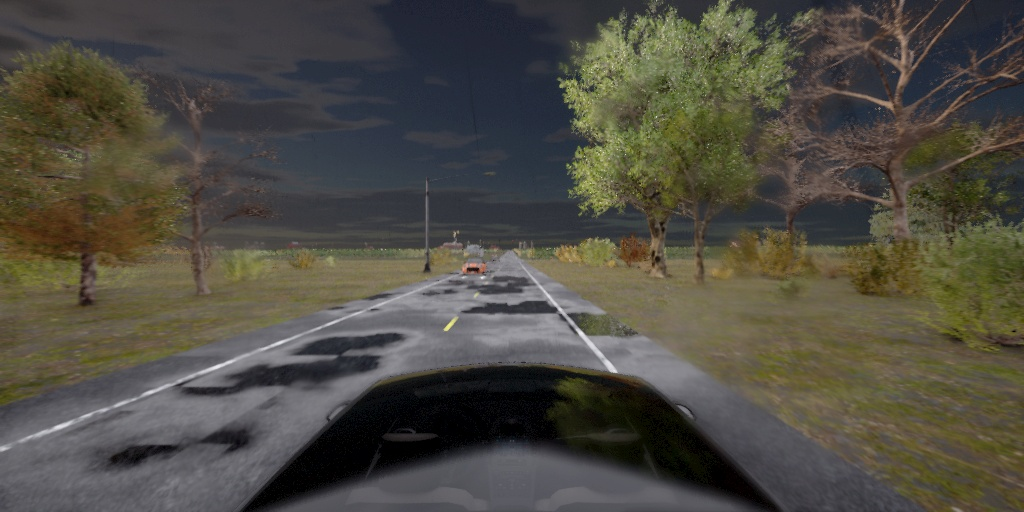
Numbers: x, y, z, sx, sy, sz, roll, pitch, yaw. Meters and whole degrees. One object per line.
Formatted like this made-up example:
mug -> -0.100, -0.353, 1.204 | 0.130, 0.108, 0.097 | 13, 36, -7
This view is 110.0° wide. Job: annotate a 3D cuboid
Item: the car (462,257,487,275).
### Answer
car -> -3.591, 0.928, 35.094 | 2.097, 1.767, 4.553 | 0, 0, 0
